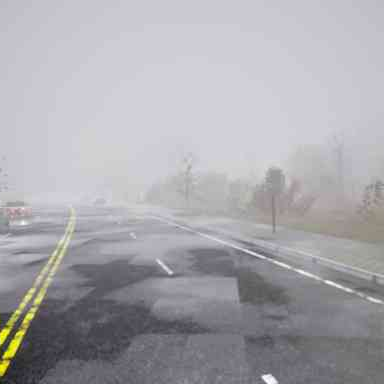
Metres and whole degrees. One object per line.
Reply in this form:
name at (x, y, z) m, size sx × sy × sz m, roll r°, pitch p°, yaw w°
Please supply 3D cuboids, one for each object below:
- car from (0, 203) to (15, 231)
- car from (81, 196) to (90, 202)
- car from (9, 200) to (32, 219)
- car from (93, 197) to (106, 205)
car at (-13.121, 1.729, 21.518) m, size 1.837 × 1.490 × 4.892 m, roll -2°, pitch 0°, yaw -18°
car at (-25.643, 1.659, 80.075) m, size 2.128 × 1.511 × 4.902 m, roll -2°, pitch 0°, yaw -24°
car at (-16.295, 1.597, 30.981) m, size 2.097 × 1.767 × 4.553 m, roll -2°, pitch 0°, yaw -19°
car at (-16.288, 1.572, 58.817) m, size 1.812 × 1.442 × 4.674 m, roll -2°, pitch 0°, yaw -21°
